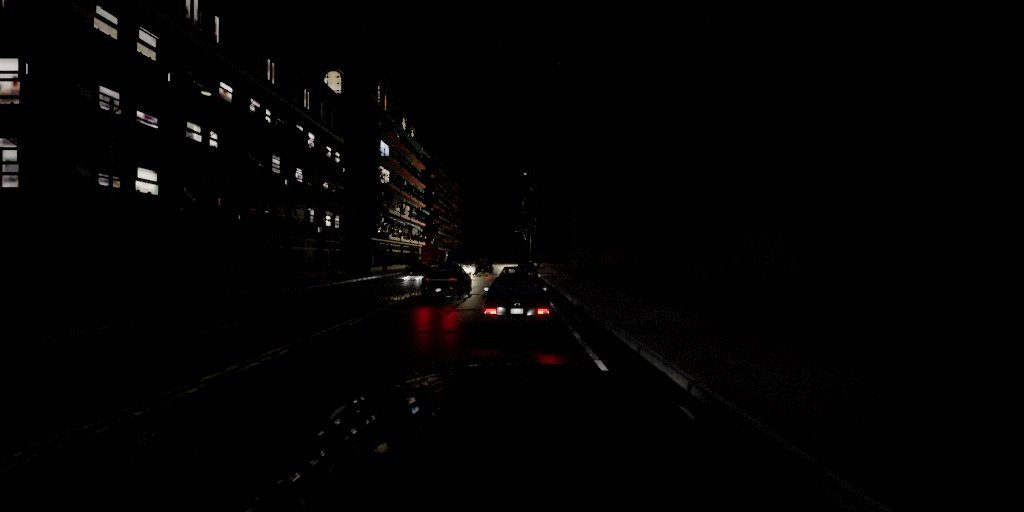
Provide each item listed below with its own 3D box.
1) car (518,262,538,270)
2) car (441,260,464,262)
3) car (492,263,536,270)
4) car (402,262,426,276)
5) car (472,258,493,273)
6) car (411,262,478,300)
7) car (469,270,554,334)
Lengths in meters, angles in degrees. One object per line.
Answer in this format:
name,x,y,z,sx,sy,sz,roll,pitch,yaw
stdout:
car,1.157,1.259,30.755,1.837,1.490,4.892,0,0,0
car,-6.578,1.245,36.531,2.128,1.511,4.902,0,0,0
car,0.112,1.300,20.987,2.033,1.411,5.357,0,0,0
car,-9.824,1.301,37.546,2.033,1.411,5.357,0,0,0
car,-3.118,1.279,40.345,1.812,1.442,4.674,0,0,0
car,-3.140,1.243,17.782,2.128,1.511,4.902,0,0,0
car,0.107,1.299,10.626,2.033,1.411,5.357,0,0,0
